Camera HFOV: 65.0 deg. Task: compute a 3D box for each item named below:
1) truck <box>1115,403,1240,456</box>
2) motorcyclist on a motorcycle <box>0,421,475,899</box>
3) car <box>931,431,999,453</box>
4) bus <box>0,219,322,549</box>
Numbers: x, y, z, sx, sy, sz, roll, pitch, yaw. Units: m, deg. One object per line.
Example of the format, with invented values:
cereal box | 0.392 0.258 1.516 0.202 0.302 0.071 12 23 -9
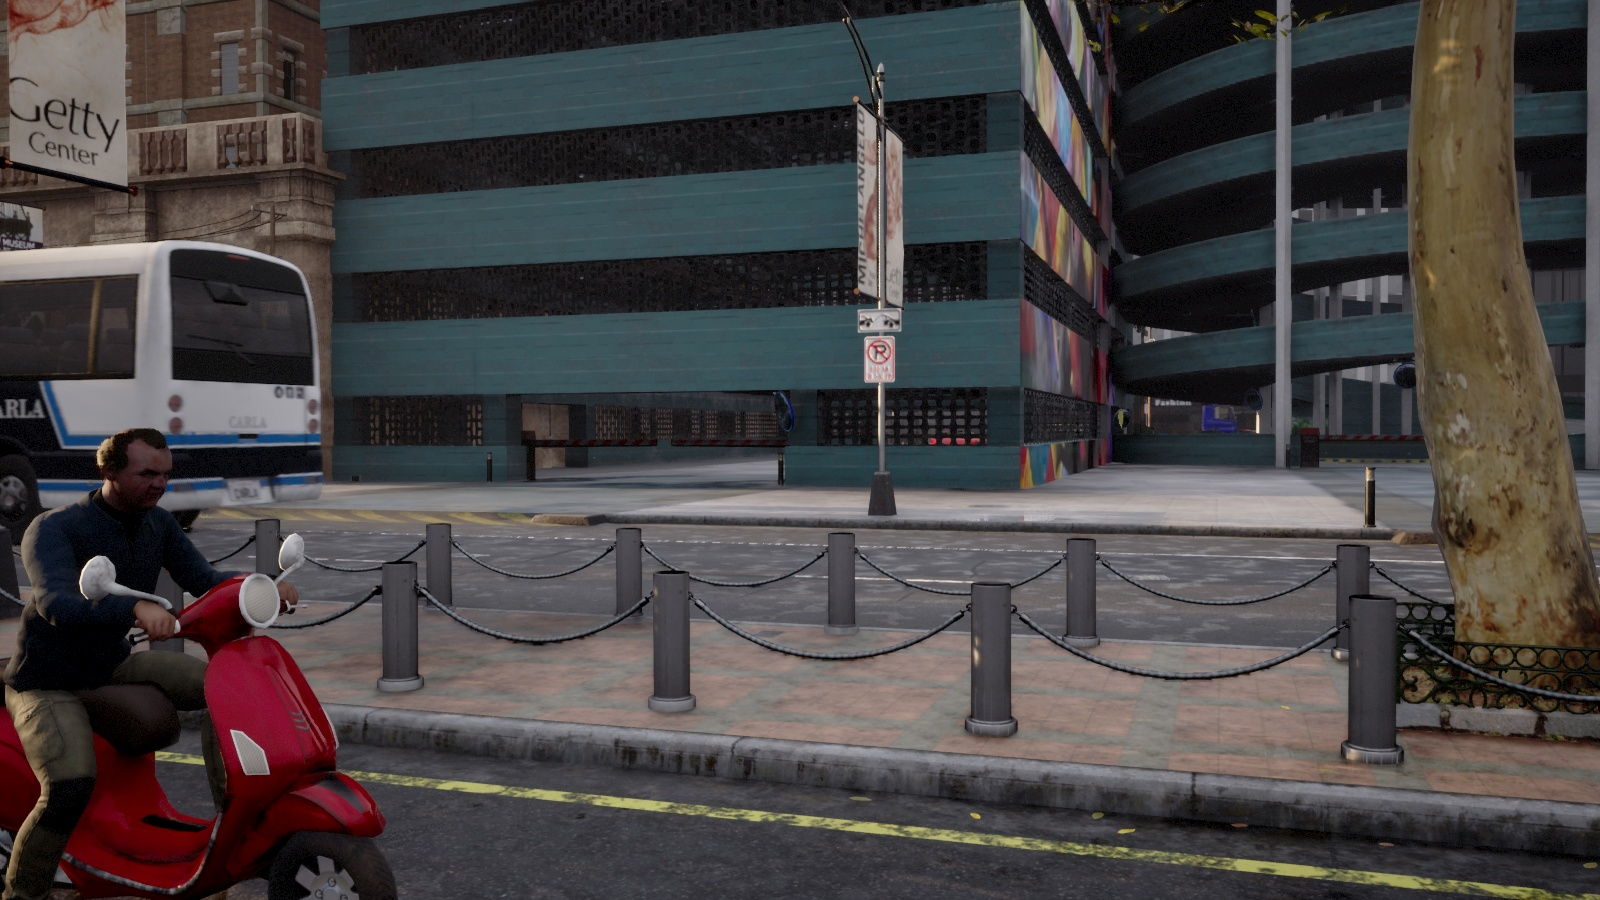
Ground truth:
truck | 25.562 -1.421 85.029 7.936 3.462 2.891 1 1 19
motorcyclist on a motorcycle | -2.034 0.710 3.877 1.817 1.590 0.866 1 1 19
car | 11.760 -0.619 89.692 4.514 1.525 2.007 1 1 18
bus | -13.090 -0.915 19.708 10.273 4.253 3.944 1 1 19
